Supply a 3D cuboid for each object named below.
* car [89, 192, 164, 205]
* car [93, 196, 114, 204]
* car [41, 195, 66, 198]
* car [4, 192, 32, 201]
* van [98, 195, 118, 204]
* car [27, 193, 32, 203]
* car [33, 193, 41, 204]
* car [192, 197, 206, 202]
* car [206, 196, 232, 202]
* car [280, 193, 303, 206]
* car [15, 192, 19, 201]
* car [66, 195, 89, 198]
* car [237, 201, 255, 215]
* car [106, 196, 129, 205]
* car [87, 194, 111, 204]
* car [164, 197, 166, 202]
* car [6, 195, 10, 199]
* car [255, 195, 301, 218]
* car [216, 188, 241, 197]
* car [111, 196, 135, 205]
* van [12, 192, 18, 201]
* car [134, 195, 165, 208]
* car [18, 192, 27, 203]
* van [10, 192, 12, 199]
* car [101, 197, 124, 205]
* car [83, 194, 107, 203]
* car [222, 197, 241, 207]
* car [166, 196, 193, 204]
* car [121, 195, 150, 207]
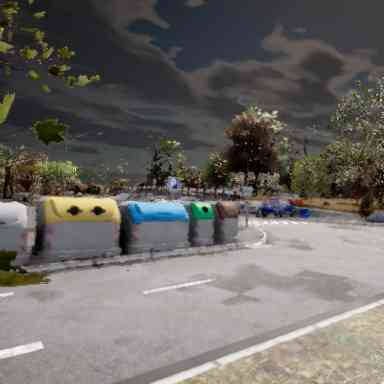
[{"bbox_3d":[-5.288,1.045,27.744,2.435,2.045,5.566,1,-1,35],"label":"car"},{"bbox_3d":[-21.547,1.904,80.951,2.185,1.767,4.553,2,-2,35],"label":"car"},{"bbox_3d":[-17.089,1.310,44.775,2.097,1.535,5.008,0,-1,35],"label":"car"},{"bbox_3d":[-42.408,1.082,81.216,2.435,2.045,5.566,1,-1,35],"label":"car"},{"bbox_3d":[-19.780,1.807,78.546,1.878,1.987,4.442,1,-2,35],"label":"van"},{"bbox_3d":[-22.256,1.308,51.917,1.946,1.575,5.366,1,-1,35],"label":"car"},{"bbox_3d":[-20.472,1.314,49.645,2.097,1.535,5.008,1,-1,35],"label":"car"},{"bbox_3d":[2.572,1.878,46.198,2.185,1.767,4.553,2,-2,35],"label":"car"},{"bbox_3d":[4.303,1.876,43.714,2.185,1.767,4.553,2,-2,35],"label":"car"},{"bbox_3d":[12.390,0.923,44.110,2.097,1.767,4.553,3,2,-34],"label":"car"},{"bbox_3d":[-30.599,1.326,64.230,2.231,1.521,4.892,1,-1,35],"label":"car"},{"bbox_3d":[-10.364,1.176,35.036,2.185,1.767,4.553,0,-1,35],"label":"car"},{"bbox_3d":[7.730,1.997,38.725,2.231,1.521,4.892,2,-2,35],"label":"car"},{"bbox_3d":[-16.432,1.896,73.459,2.185,1.767,4.553,1,-2,35],"label":"car"},{"bbox_3d":[-23.295,1.776,83.387,2.435,2.045,5.566,2,-2,35],"label":"car"},{"bbox_3d":[-2.636,2.036,53.590,2.163,1.488,4.792,2,-2,35],"label":"car"},{"bbox_3d":[-37.329,1.080,73.976,2.435,2.045,5.566,0,-1,35],"label":"car"},{"bbox_3d":[9.466,1.744,36.274,2.435,2.045,5.566,1,-2,35],"label":"car"},{"bbox_3d":[5.794,0.114,53.749,2.097,1.767,4.553,3,2,-34],"label":"car"},{"bbox_3d":[-14.698,1.895,70.976,2.185,1.767,4.553,1,-2,35],"label":"car"},{"bbox_3d":[-34.030,1.099,68.991,1.878,1.987,4.442,1,-1,35],"label":"van"},{"bbox_3d":[-7.801,1.761,61.048,2.435,2.045,5.566,2,-2,35],"label":"car"},{"bbox_3d":[-28.923,1.197,61.772,2.185,1.767,4.553,0,-1,35],"label":"car"},{"bbox_3d":[-35.717,1.100,71.422,1.878,1.987,4.442,1,-1,35],"label":"van"},{"bbox_3d":[-18.123,2.026,75.962,2.231,1.521,4.892,2,-2,35],"label":"car"},{"bbox_3d":[-25.007,1.780,85.924,2.435,2.045,5.566,1,-2,35],"label":"car"},{"bbox_3d":[5.986,1.871,41.184,2.185,1.767,4.553,1,-2,35],"label":"car"},{"bbox_3d":[-0.897,1.753,51.117,2.435,2.045,5.566,2,-2,35],"label":"car"},{"bbox_3d":[-11.210,1.768,66.062,2.435,2.045,5.566,1,-2,35],"label":"car"}]
